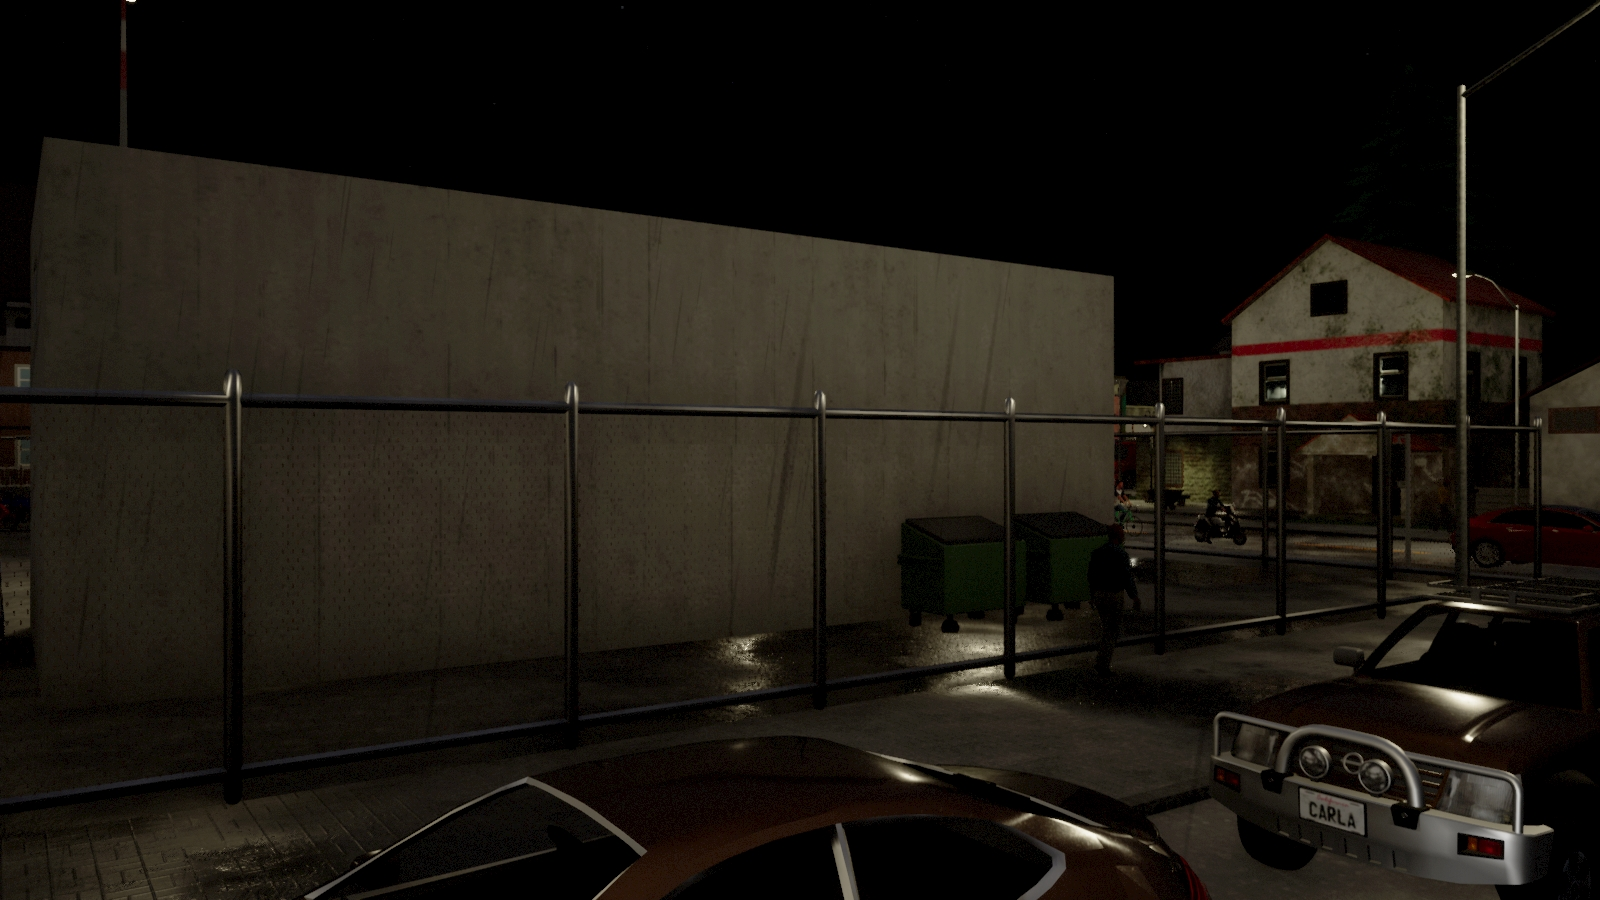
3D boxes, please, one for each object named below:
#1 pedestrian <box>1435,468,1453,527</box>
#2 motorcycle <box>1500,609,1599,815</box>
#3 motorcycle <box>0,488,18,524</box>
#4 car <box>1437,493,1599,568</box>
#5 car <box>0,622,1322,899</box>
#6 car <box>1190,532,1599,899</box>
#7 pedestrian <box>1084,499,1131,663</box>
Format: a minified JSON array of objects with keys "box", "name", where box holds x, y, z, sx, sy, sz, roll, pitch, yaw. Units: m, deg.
[{"box":[20.539,1.510,36.448,0.375,1.860,0.375,0,0,-35],"name":"pedestrian"},{"box":[6.256,1.958,8.768,1.805,1.236,0.856,0,0,-35],"name":"motorcycle"},{"box":[-28.399,1.962,39.881,1.805,1.236,0.856,0,0,-35],"name":"motorcycle"},{"box":[17.750,1.830,26.300,2.231,1.480,4.892,0,0,-35],"name":"car"},{"box":[-0.619,1.771,3.955,5.027,1.651,2.152,0,0,-35],"name":"car"},{"box":[4.948,1.640,7.839,4.605,1.855,1.932,0,0,-35],"name":"car"},{"box":[3.609,1.520,13.400,0.375,1.860,0.375,0,0,-35],"name":"pedestrian"}]
